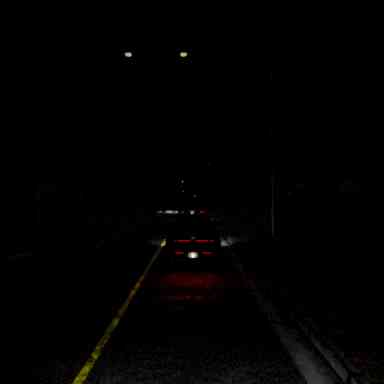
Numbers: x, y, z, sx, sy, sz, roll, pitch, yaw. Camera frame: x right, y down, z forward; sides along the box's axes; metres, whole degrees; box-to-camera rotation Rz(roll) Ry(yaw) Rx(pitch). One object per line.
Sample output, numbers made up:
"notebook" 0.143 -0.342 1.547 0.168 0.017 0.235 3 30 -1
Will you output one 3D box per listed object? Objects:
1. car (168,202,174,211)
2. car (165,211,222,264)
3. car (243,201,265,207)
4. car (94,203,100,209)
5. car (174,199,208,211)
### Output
"car" -2.757 2.332 53.415 2.033 1.411 5.357 0 -1 0
"car" 0.050 1.674 12.441 1.837 1.490 4.892 0 0 0
"car" 12.397 2.490 66.505 4.313 1.339 1.947 0 -2 0
"car" -20.589 2.757 66.501 4.403 1.369 2.008 -1 -1 0
"car" 0.042 1.586 26.311 2.150 2.045 5.566 0 -1 1
